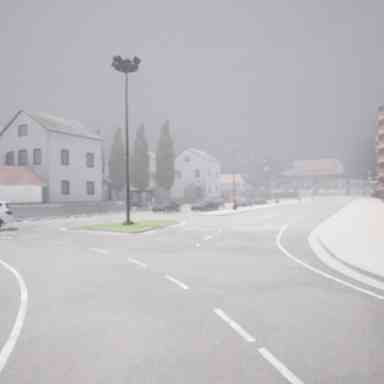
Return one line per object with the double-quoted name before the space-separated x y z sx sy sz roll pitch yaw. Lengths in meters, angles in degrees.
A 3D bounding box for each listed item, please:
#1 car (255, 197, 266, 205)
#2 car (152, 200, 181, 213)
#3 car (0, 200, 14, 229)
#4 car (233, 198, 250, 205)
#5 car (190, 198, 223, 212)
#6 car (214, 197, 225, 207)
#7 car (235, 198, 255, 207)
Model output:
"car" 13.200 1.793 65.504 1.812 1.442 4.674 -1 0 28
"car" -3.179 1.859 41.931 1.837 1.490 4.892 -1 0 28
"car" -14.852 1.613 21.889 5.566 2.045 2.150 -1 0 -35
"car" 10.025 1.887 66.962 1.994 1.385 4.181 -1 0 28
"car" 1.729 1.838 43.689 2.033 1.411 5.357 -1 -1 28
"car" 3.787 1.694 55.147 2.097 1.767 4.553 -1 0 28
"car" 8.845 1.803 57.173 1.812 1.442 4.674 -1 -1 28
